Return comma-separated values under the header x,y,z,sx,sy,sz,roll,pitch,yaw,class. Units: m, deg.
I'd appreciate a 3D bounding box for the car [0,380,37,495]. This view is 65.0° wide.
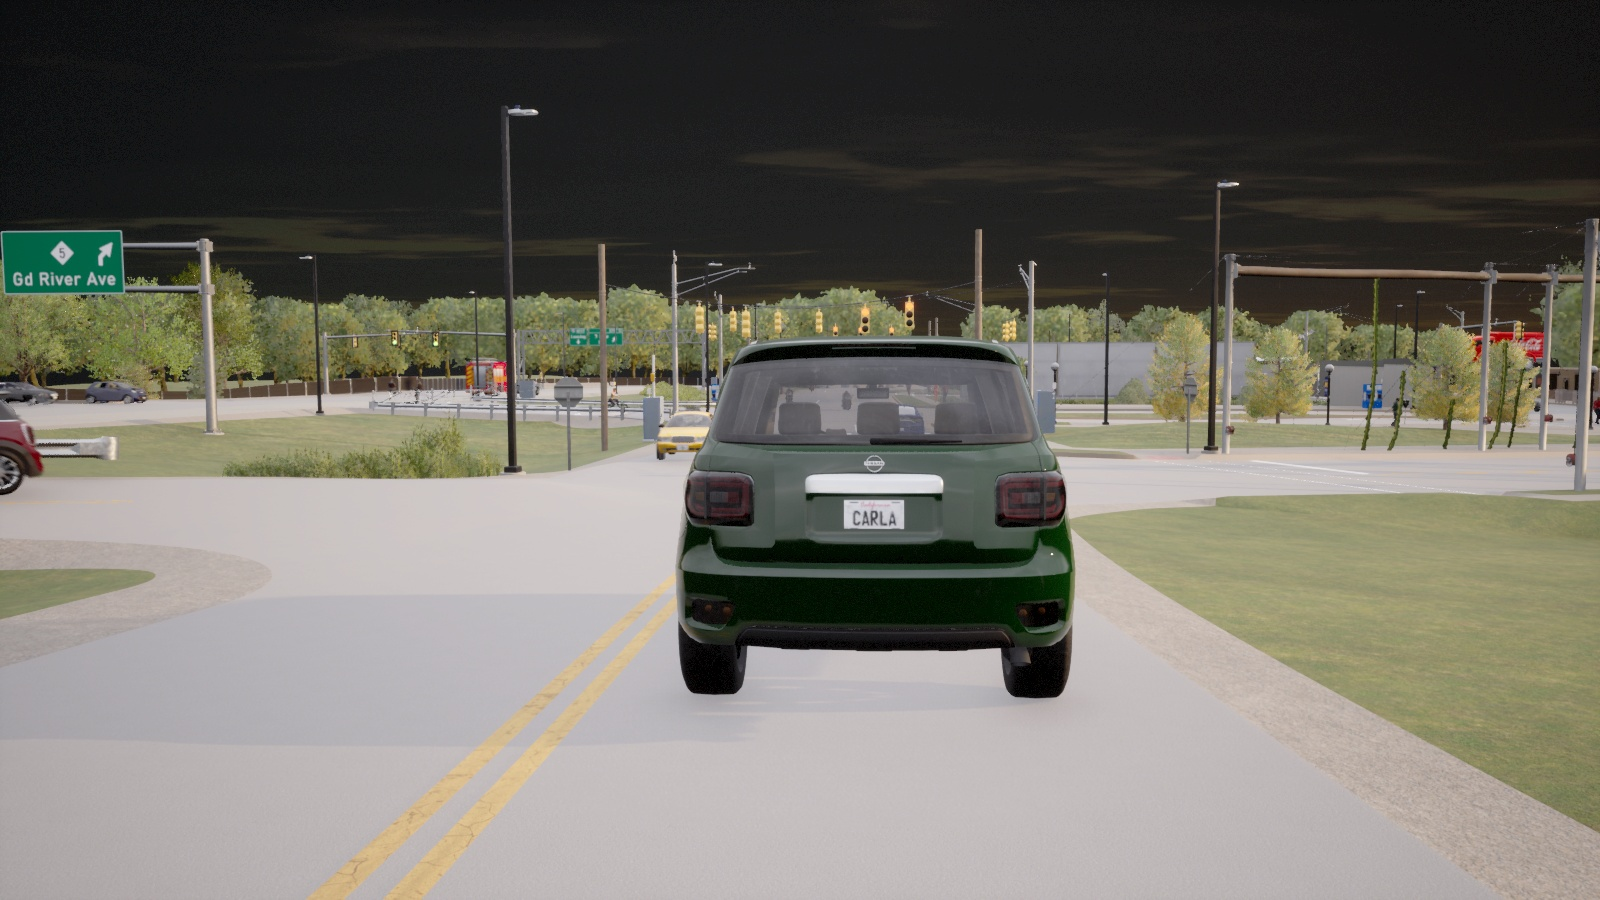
x,y,z,sx,sy,sz,roll,pitch,yaw,class
-14.559,-0.239,19.406,4.553,1.767,2.097,0,4,-36,car

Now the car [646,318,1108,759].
x,y,z,sx,sy,sz,roll,pitch,yaw,class
0.504,0.363,8.656,2.150,2.045,5.566,0,1,3,car

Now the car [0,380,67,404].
x,y,z,sx,sy,sz,roll,pitch,yaw,class
-50.062,-3.718,80.465,4.902,1.511,2.128,0,4,2,car

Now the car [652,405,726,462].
x,y,z,sx,sy,sz,roll,pitch,yaw,class
-3.414,-0.580,39.622,1.801,1.575,5.366,0,3,1,car

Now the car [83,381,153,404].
x,y,z,sx,sy,sz,roll,pitch,yaw,class
-45.492,-3.857,83.806,3.633,1.501,1.845,1,3,2,car
